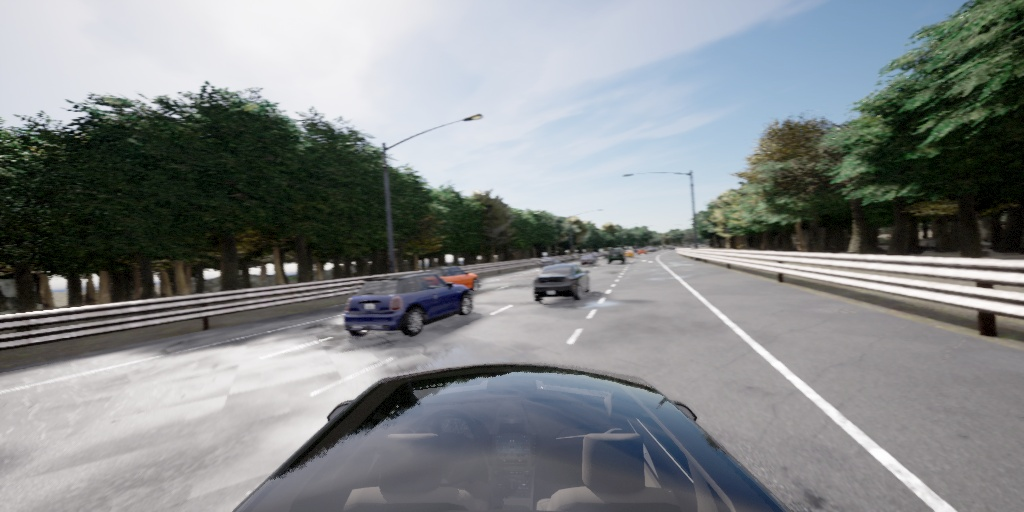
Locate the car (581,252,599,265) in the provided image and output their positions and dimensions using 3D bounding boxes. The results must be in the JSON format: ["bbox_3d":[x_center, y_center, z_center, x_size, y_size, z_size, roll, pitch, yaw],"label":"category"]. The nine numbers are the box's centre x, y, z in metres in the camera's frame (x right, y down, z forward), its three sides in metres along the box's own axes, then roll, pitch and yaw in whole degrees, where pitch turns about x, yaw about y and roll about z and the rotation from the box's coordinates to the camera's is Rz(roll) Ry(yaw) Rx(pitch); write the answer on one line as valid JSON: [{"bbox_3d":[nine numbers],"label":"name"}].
[{"bbox_3d":[10.304,0.601,48.186,2.033,1.411,5.357,-4,0,20],"label":"car"}]

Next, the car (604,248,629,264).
[{"bbox_3d":[14.285,-0.004,48.920,2.150,2.045,5.566,-4,0,21],"label":"car"}]

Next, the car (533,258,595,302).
[{"bbox_3d":[2.311,1.102,16.015,1.837,1.490,4.892,-4,0,20],"label":"car"}]

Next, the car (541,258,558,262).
[{"bbox_3d":[4.621,0.942,42.820,2.128,1.511,4.902,-4,0,20],"label":"car"}]

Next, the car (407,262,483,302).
[{"bbox_3d":[-3.596,1.362,20.217,2.097,1.767,4.553,-4,0,20],"label":"car"}]

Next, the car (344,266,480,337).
[{"bbox_3d":[-3.047,1.319,11.521,2.097,1.767,4.553,-4,0,20],"label":"car"}]
